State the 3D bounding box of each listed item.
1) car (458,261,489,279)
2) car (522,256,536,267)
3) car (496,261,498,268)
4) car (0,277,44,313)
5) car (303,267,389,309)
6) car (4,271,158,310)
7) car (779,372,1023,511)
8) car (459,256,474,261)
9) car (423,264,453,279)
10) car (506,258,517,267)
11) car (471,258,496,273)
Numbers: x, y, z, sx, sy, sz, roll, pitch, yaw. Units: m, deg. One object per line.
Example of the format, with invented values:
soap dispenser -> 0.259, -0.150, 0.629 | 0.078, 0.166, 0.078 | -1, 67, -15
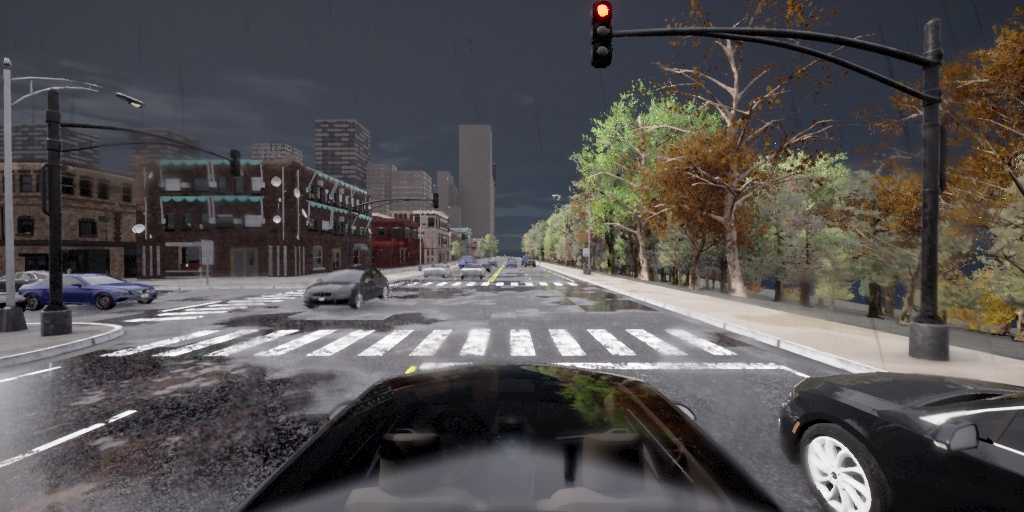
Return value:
car -> -3.426, 1.341, 32.059 | 1.895, 1.301, 4.718 | 0, 0, 0
car -> 3.197, 1.231, 63.632 | 1.837, 1.490, 4.892 | 0, 0, 0
car -> -3.452, 1.274, 61.855 | 2.033, 1.411, 5.357 | 0, 0, 0
car -> -19.974, 1.564, 12.606 | 4.313, 1.339, 1.948 | 0, 0, 0
car -> -6.633, 1.252, 14.902 | 1.837, 1.490, 4.892 | 0, 0, 0
car -> -18.096, 1.475, 15.346 | 4.674, 1.442, 1.812 | -1, 1, -1
car -> 3.366, 1.255, 1.232 | 1.837, 1.490, 4.892 | 0, 0, -2
car -> -6.721, 0.952, 54.168 | 2.150, 2.045, 5.566 | 0, 0, 0
car -> -6.677, 1.341, 32.553 | 1.895, 1.301, 4.718 | 0, 0, 0
car -> -0.053, 1.273, 63.930 | 2.033, 1.411, 5.357 | 0, 0, 0
car -> -3.455, 1.283, 43.625 | 2.033, 1.411, 5.357 | 0, 0, 0
